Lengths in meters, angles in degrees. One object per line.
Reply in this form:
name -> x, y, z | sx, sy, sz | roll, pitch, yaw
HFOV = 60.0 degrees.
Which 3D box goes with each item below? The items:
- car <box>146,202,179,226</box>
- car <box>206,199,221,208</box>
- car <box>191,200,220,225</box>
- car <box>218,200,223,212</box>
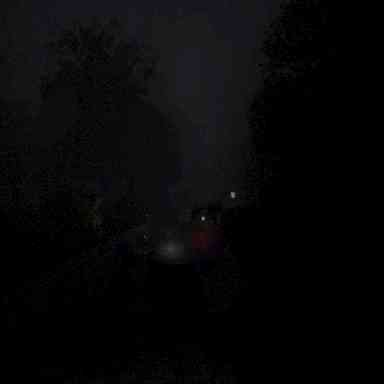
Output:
car -> -2.065, 1.528, 24.296 | 1.882, 1.535, 5.008 | 0, 0, 4
car -> 4.300, 2.238, 65.490 | 2.128, 1.511, 4.902 | 1, -1, 14
car -> 0.932, 1.567, 24.718 | 1.837, 1.490, 4.892 | 0, -1, 4
car -> 2.757, 1.758, 41.673 | 2.128, 1.511, 4.902 | 0, -1, 8
